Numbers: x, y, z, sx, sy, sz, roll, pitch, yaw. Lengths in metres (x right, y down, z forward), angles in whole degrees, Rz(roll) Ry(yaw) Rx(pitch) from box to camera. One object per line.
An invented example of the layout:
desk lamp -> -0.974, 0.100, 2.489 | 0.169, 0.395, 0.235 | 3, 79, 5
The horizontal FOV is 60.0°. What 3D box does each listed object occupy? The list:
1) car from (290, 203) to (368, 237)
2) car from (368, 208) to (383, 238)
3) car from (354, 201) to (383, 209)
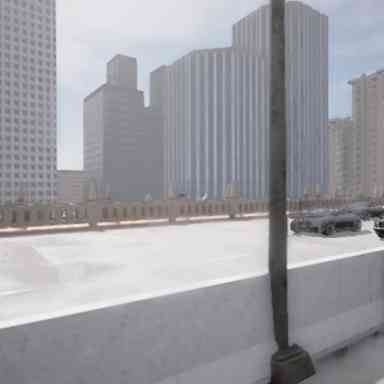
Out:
car -> 7.157, 1.493, 17.679 | 4.181, 1.385, 1.994 | 0, 0, -35
car -> 10.629, 1.522, 15.857 | 4.718, 1.301, 1.895 | 0, 0, -35
car -> 13.538, 1.448, 26.498 | 4.181, 1.385, 1.994 | 0, 0, -35
